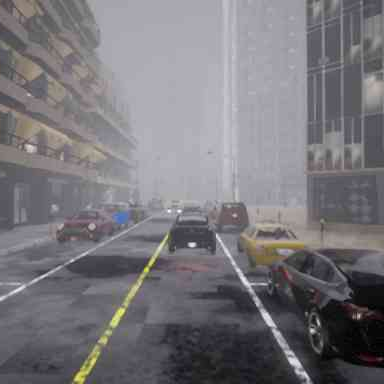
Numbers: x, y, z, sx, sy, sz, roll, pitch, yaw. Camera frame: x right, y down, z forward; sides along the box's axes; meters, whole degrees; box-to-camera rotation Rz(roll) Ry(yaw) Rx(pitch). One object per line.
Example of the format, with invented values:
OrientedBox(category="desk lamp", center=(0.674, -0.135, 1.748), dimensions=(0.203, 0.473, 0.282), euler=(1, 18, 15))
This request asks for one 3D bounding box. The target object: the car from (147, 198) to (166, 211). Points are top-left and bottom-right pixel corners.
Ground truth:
OrientedBox(category="car", center=(-5.270, 1.831, 50.141), dimensions=(2.192, 1.841, 5.009), euler=(0, -1, 0))

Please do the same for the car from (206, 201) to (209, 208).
OrientedBox(category="car", center=(2.596, 1.917, 33.533), dimensions=(1.802, 1.307, 4.206), euler=(0, -1, 0))

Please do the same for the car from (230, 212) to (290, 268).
OrientedBox(category="car", center=(2.580, 1.638, 11.561), dimensions=(1.752, 1.417, 4.829), euler=(0, -1, 0))

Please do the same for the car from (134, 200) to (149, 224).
OrientedBox(category="car", center=(-5.286, 1.593, 27.998), dimensions=(2.192, 1.841, 5.009), euler=(0, -1, 0))

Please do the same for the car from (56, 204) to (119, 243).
OrientedBox(category="car", center=(-5.296, 1.606, 16.925), dimensions=(1.967, 1.590, 4.097), euler=(0, -1, 0))

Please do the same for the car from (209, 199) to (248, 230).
OrientedBox(category="car", center=(2.590, 1.537, 22.464), dimensions=(2.192, 1.841, 5.009), euler=(0, -1, 0))

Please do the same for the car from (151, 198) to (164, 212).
OrientedBox(category="car", center=(-5.275, 1.894, 44.604), dimensions=(1.967, 1.590, 4.097), euler=(0, -1, 0))

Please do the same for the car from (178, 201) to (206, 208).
OrientedBox(category="car", center=(0.028, 1.800, 29.311), dimensions=(1.837, 1.490, 4.892), euler=(0, 0, 0))

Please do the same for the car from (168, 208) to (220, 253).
OrientedBox(category="car", center=(0.016, 1.649, 14.311), dimensions=(1.837, 1.490, 4.892), euler=(0, 0, 0))

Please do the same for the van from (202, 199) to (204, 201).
OrientedBox(category="van", center=(2.606, 1.795, 44.605), dimensions=(1.690, 1.788, 3.998), euler=(0, -1, 0))

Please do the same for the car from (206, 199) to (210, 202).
OrientedBox(category="car", center=(2.600, 1.921, 39.239), dimensions=(1.752, 1.417, 4.829), euler=(0, -1, 0))

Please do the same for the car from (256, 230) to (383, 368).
OrientedBox(category="car", center=(2.575, 1.623, 5.855), dimensions=(1.947, 1.339, 4.313), euler=(0, -1, 0))

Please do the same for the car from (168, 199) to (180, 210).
OrientedBox(category="car", center=(-2.714, 2.030, 53.269), dimensions=(1.882, 1.535, 5.008), euler=(0, -1, 0))

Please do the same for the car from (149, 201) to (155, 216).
OrientedBox(category="car", center=(-5.284, 1.886, 33.533), dimensions=(2.008, 1.369, 4.403), euler=(0, -1, 0))

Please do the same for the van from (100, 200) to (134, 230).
OrientedBox(category="van", center=(-5.291, 1.563, 22.462), dimensions=(1.690, 1.788, 3.998), euler=(0, -1, 0))
